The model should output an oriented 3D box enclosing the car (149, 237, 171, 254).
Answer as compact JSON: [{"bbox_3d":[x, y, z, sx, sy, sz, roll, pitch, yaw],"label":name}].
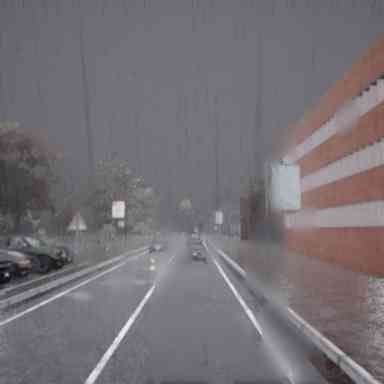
[{"bbox_3d":[-3.186,5.348,33.605,2.128,1.511,4.902,0,-6,1],"label":"car"}]

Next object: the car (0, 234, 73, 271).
[{"bbox_3d":[-9.500,3.352,18.290,5.566,2.045,2.435,0,-6,0],"label":"car"}]

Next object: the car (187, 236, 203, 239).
[{"bbox_3d":[0.335,6.212,41.678,2.128,1.511,4.902,0,-6,1],"label":"car"}]

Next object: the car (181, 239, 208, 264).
[{"bbox_3d":[0.190,4.380,24.159,2.033,1.411,5.357,0,-6,0],"label":"car"}]

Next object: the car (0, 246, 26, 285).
[{"bbox_3d":[-9.491,2.994,12.644,5.008,1.535,2.097,0,-6,0],"label":"car"}]

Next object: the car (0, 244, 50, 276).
[{"bbox_3d":[-9.510,3.338,15.450,4.674,1.452,2.002,0,-6,0],"label":"car"}]
